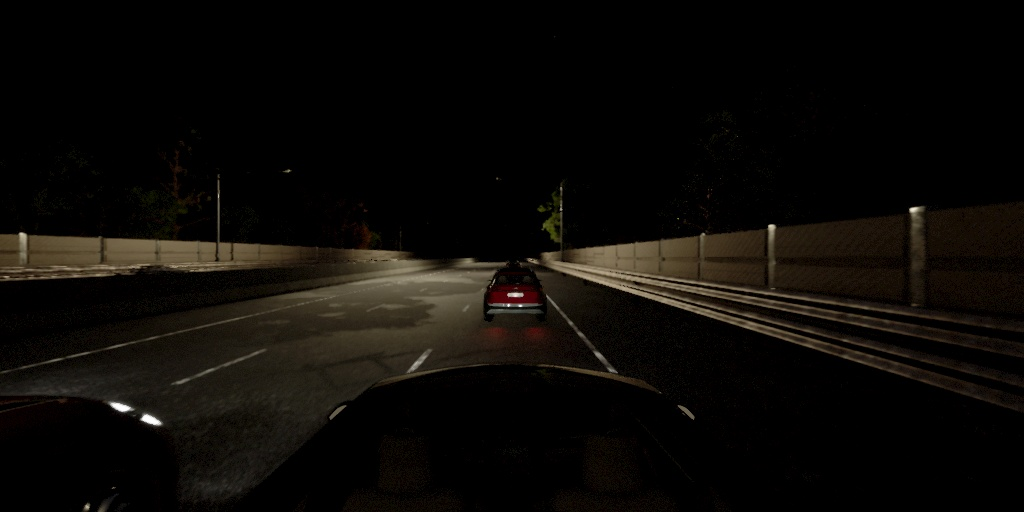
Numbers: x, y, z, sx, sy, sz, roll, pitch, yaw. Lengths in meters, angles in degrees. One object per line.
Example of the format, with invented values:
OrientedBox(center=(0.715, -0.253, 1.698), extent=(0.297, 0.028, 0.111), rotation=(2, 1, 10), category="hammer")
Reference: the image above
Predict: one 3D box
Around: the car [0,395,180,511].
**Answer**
OrientedBox(center=(-3.400, 1.102, 0.619), extent=(2.097, 1.767, 4.553), rotation=(0, 0, 0), category="car")

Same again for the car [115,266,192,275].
OrientedBox(center=(-17.584, 1.356, 17.909), extent=(1.895, 1.301, 4.718), rotation=(0, 0, 0), category="car")

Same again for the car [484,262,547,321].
OrientedBox(center=(0.100, 1.183, 12.531), extent=(2.033, 1.649, 4.856), rotation=(0, 0, 0), category="car")

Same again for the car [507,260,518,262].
OrientedBox(center=(0.102, 1.265, 42.839), extent=(1.837, 1.490, 4.892), rotation=(0, 0, 0), category="car")
